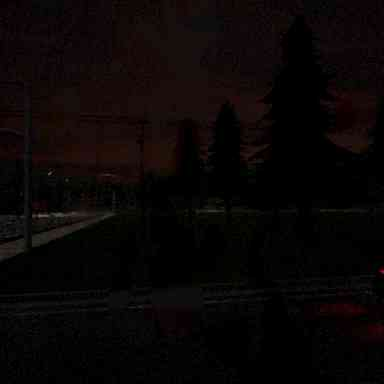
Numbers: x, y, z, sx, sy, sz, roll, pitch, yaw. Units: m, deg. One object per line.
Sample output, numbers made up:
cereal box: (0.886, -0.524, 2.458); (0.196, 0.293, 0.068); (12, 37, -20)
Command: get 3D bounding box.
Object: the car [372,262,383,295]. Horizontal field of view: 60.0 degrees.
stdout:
car: (6.666, 1.741, 6.937); (5.357, 1.411, 2.033); (-1, -2, -8)
